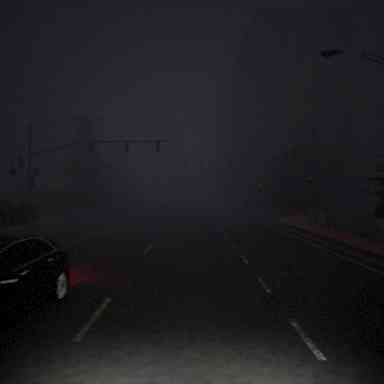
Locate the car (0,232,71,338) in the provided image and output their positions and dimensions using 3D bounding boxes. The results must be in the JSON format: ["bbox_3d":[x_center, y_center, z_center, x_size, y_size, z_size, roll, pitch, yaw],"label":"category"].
[{"bbox_3d":[-3.561,1.508,5.407,1.837,1.490,4.892,0,0,0],"label":"car"}]
